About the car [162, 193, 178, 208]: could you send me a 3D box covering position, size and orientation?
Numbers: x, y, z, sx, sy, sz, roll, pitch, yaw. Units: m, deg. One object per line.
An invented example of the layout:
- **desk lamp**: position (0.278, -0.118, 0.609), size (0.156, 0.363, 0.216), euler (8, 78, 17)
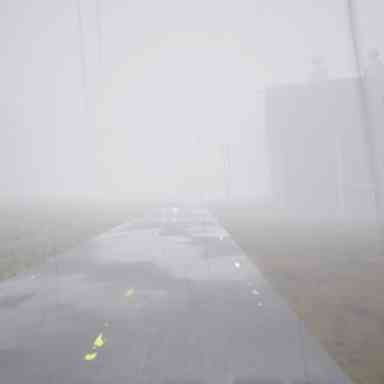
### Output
- **car**: position (-2.820, 1.261, 42.568), size (1.812, 1.442, 4.674), euler (0, 0, 0)
